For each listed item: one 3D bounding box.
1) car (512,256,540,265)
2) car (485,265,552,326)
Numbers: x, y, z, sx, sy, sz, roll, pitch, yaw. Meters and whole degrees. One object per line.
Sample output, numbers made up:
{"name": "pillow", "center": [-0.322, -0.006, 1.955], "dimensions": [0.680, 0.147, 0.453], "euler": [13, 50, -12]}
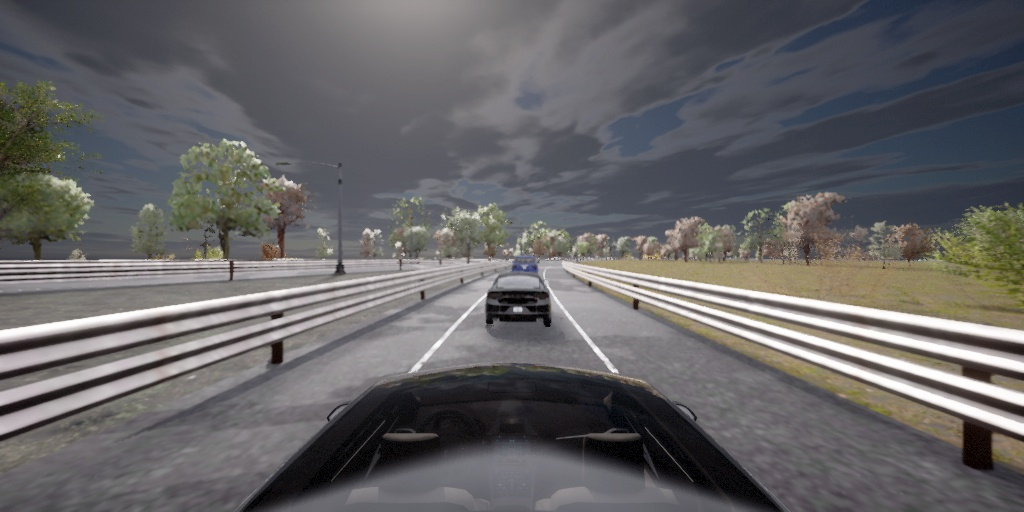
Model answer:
{"name": "car", "center": [1.185, 1.016, 31.154], "dimensions": [2.150, 2.045, 5.566], "euler": [0, 0, 4]}
{"name": "car", "center": [0.235, 1.243, 11.863], "dimensions": [1.882, 1.535, 5.008], "euler": [0, 0, 2]}
